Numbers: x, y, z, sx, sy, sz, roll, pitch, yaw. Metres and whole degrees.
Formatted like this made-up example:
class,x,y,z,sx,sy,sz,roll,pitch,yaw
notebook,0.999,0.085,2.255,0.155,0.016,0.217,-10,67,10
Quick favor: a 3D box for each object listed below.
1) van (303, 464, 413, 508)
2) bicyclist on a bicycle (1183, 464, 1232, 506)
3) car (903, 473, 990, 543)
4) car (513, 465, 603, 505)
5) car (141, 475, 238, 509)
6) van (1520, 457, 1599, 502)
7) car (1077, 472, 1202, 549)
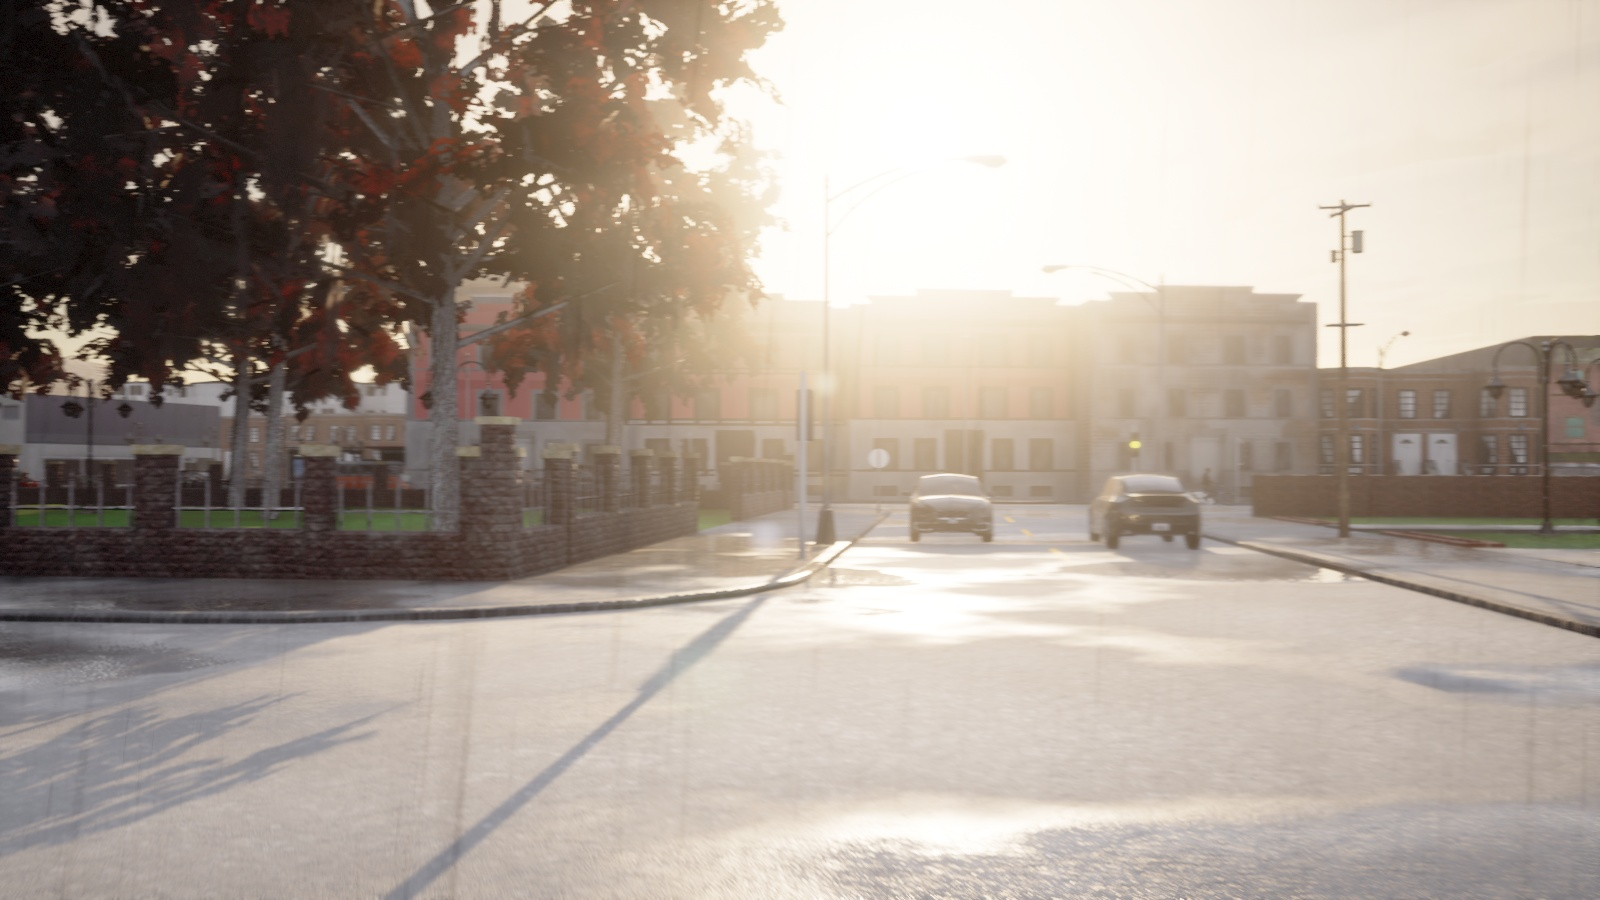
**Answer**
class,x,y,z,sx,sy,sz,roll,pitch,yaw
van,-20.332,1.656,57.797,4.442,1.987,1.775,0,-1,6
bicyclist on a bicycle,17.354,1.488,53.494,1.843,1.776,0.659,-1,0,2
car,3.346,1.297,29.444,1.837,1.490,4.892,0,-1,5
car,-11.717,1.702,60.882,3.866,1.878,1.905,0,-1,6
car,-28.512,1.943,58.683,3.705,1.549,1.789,0,-1,6
van,34.793,1.310,55.816,4.442,1.987,1.775,0,-1,6
car,7.181,1.234,27.042,1.837,1.490,4.892,0,-1,6
